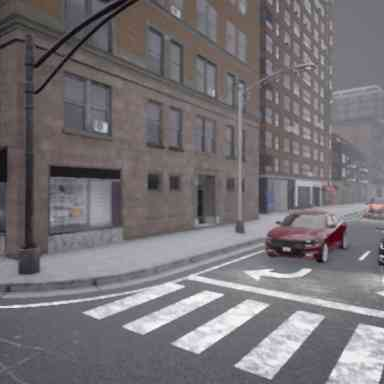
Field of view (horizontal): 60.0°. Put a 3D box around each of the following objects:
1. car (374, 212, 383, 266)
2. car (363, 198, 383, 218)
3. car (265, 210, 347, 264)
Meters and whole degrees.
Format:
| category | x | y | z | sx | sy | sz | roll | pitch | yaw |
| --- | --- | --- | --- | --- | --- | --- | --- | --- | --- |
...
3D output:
| category | x | y | z | sx | sy | sz | roll | pitch | yaw |
| --- | --- | --- | --- | --- | --- | --- | --- | --- | --- |
| car | 7.274 | 1.495 | 10.767 | 1.837 | 1.490 | 4.892 | 0 | 1 | 36 |
| car | 16.220 | 1.296 | 28.682 | 2.097 | 1.767 | 4.553 | 0 | 0 | 36 |
| car | 4.320 | 1.454 | 12.219 | 1.882 | 1.535 | 5.008 | 0 | 1 | 35 |
